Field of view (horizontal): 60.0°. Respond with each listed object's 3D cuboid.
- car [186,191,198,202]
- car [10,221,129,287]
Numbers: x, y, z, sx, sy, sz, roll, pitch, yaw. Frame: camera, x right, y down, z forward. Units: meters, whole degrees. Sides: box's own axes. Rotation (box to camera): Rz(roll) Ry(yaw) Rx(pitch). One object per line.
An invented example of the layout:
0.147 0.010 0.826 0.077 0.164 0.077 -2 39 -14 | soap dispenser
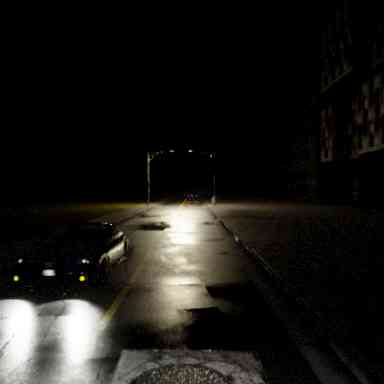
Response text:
0.037 0.908 67.567 2.150 2.045 5.566 0 0 0 | car
-3.020 1.520 9.051 1.994 1.385 4.181 0 0 1 | car
